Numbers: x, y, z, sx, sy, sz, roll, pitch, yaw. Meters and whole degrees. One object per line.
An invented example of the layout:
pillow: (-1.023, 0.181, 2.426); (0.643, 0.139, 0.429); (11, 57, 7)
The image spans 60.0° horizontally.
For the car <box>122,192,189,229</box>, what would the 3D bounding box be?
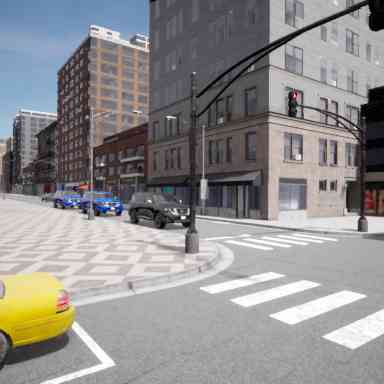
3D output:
car: (-2.064, 1.052, 20.784); (2.150, 2.045, 5.566); (1, 0, -35)

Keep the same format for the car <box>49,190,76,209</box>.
car: (-14.205, 0.861, 37.977); (2.150, 2.045, 5.566); (1, 0, -35)

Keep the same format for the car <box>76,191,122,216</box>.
car: (-8.008, 0.959, 29.193); (2.150, 2.045, 5.566); (1, 0, -35)

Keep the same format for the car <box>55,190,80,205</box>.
car: (-18.670, 0.782, 49.801); (2.150, 2.045, 5.566); (1, 0, -35)

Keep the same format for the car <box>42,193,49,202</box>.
car: (-25.540, 0.944, 59.518); (2.128, 1.511, 4.902); (1, 0, -36)

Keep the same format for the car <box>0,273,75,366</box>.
car: (-3.972, 1.525, 3.919); (4.829, 1.417, 1.752); (0, 1, -36)
